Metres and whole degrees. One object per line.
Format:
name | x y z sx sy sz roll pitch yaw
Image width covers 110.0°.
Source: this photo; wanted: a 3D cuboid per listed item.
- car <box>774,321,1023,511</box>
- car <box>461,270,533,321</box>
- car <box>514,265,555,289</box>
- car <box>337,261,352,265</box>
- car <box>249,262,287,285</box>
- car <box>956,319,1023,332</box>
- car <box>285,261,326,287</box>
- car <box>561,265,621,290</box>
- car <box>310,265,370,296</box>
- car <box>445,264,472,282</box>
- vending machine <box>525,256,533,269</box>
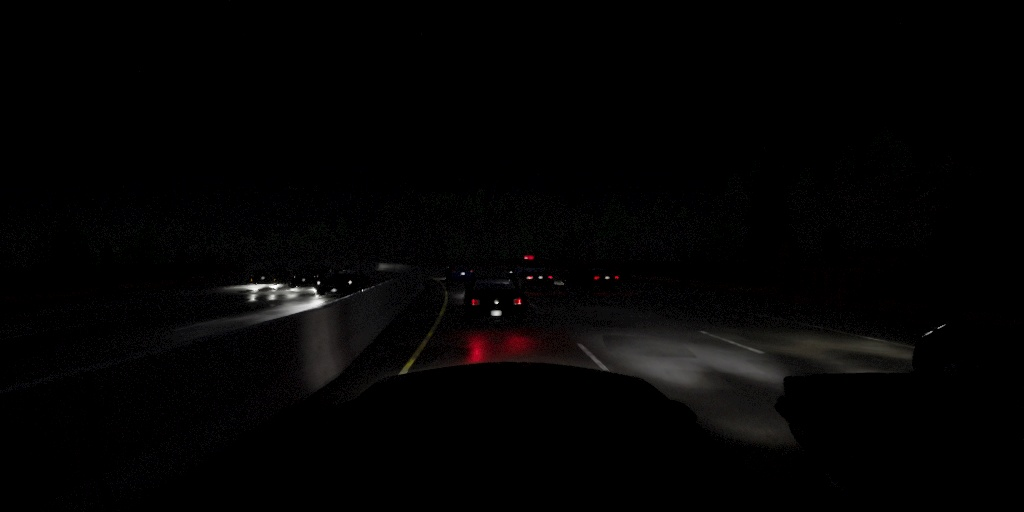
car | 3.481 1.338 1.312 1.895 1.301 4.718 0 0 0
car | -0.704 1.343 12.456 1.895 1.301 4.718 0 0 -7
car | 1.083 1.276 22.873 2.033 1.411 5.357 0 0 -13
car | -26.978 1.510 57.823 1.812 1.442 4.674 0 0 -37
car | -18.676 1.414 27.839 1.994 1.385 4.181 0 0 -19
car | 6.897 1.073 3.292 2.097 1.767 4.553 0 0 -1
car | -14.361 1.324 25.814 1.837 1.490 4.892 0 0 -17
car | 4.775 1.258 22.333 2.033 1.411 5.357 0 0 -12
car | -9.186 1.384 19.761 1.895 1.301 4.718 0 0 -12
car | -4.314 1.324 29.415 1.994 1.385 4.181 0 0 -16
vending machine | 2.498 0.916 52.398 1.100 2.100 0.880 0 0 -27
